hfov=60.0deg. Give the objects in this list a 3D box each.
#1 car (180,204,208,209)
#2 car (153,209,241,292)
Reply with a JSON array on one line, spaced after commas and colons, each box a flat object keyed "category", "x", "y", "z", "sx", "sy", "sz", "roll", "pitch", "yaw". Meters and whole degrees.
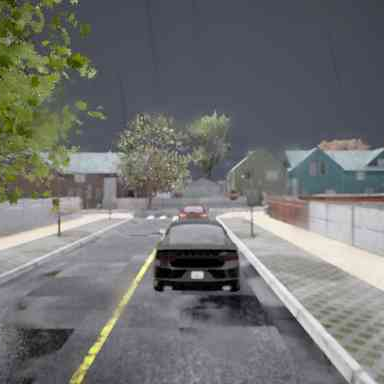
[{"category": "car", "x": 0.124, "y": 1.452, "z": 20.846, "sx": 1.812, "sy": 1.442, "sz": 4.674, "roll": 0, "pitch": 0, "yaw": 1}, {"category": "car", "x": 0.102, "y": 1.445, "z": 8.894, "sx": 1.882, "sy": 1.535, "sz": 5.008, "roll": 0, "pitch": 0, "yaw": 0}]
